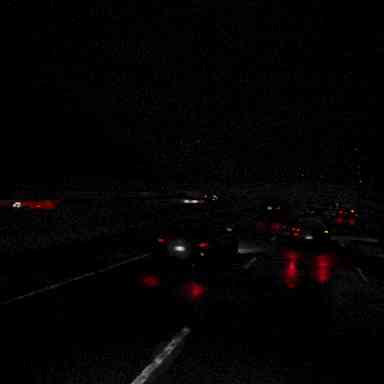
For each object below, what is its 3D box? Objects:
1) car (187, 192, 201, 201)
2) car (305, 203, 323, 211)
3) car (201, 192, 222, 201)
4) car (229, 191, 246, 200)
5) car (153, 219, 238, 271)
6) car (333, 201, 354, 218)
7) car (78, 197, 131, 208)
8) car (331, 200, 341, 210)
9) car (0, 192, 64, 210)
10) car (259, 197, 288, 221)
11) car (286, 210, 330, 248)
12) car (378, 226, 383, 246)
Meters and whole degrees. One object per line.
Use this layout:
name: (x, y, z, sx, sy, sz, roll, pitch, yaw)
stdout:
car: (0.679, 0.725, 62.069, 1.882, 1.535, 5.008, 3, 2, 22)
car: (13.946, 2.022, 38.204, 1.812, 1.442, 4.674, 3, 1, 21)
car: (3.948, 0.790, 60.839, 2.097, 1.767, 4.553, 3, 2, 22)
car: (8.755, 0.829, 63.332, 2.150, 2.045, 5.566, 3, 2, 23)
car: (0.326, 1.646, 11.489, 1.994, 1.385, 4.181, 3, 0, 20)
car: (18.114, 2.194, 39.427, 1.812, 1.442, 4.674, 3, 2, 22)
car: (-6.334, 1.139, 24.497, 1.882, 1.535, 5.008, 3, 0, 20)
car: (23.258, 2.088, 52.691, 1.837, 1.490, 4.892, 3, 2, 22)
car: (-10.808, 0.776, 22.394, 2.097, 1.767, 4.553, 3, 0, 20)
car: (7.885, 1.547, 32.100, 2.150, 2.045, 5.566, 3, 1, 21)
car: (6.122, 1.928, 17.294, 1.812, 1.442, 4.674, 3, 0, 20)
car: (10.432, 2.154, 16.161, 1.837, 1.490, 4.892, 3, 0, 20)
